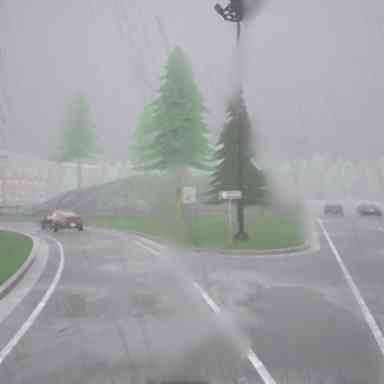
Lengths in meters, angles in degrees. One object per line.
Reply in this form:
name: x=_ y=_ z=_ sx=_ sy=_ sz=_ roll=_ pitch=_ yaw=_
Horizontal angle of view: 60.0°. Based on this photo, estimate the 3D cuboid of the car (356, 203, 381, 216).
car: x=19.312 y=1.892 z=36.531 sx=1.994 sy=1.385 sz=4.181 roll=-1 pitch=-1 yaw=19

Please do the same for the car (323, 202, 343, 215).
car: x=16.330 y=1.867 z=38.626 sx=1.882 sy=1.535 sz=5.008 roll=-1 pitch=-1 yaw=19

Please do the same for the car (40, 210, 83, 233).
car: x=-8.993 y=1.954 z=22.907 sx=1.812 sy=1.442 sz=4.674 roll=1 pitch=-1 yaw=-38
